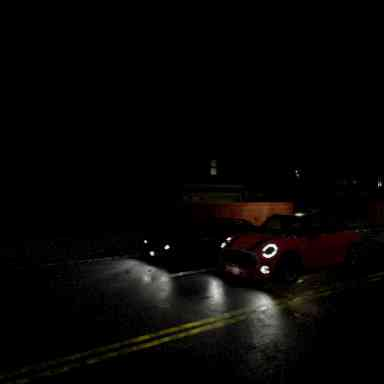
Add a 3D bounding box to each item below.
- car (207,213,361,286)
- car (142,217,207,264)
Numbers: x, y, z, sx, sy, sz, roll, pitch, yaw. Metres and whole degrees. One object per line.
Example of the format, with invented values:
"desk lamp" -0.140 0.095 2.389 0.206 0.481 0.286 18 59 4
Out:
"car" 2.948 1.436 9.781 4.553 1.767 2.097 1 0 -36
"car" 0.882 1.629 12.300 5.357 1.411 2.033 1 0 -35
